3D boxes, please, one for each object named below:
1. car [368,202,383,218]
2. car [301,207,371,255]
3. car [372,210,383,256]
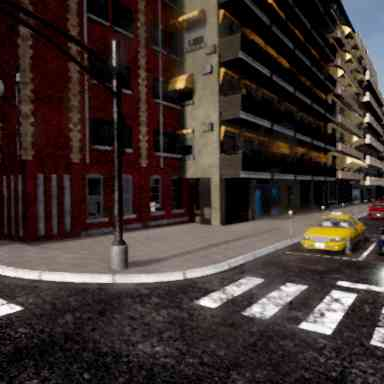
[{"bbox_3d":[15.647,1.504,27.465,1.887,1.381,4.507,-1,-1,35],"label":"car"},{"bbox_3d":[5.776,1.512,13.424,1.752,1.417,4.829,-1,-1,35],"label":"car"},{"bbox_3d":[8.028,1.544,12.105,1.994,1.385,4.181,0,0,35],"label":"car"}]
